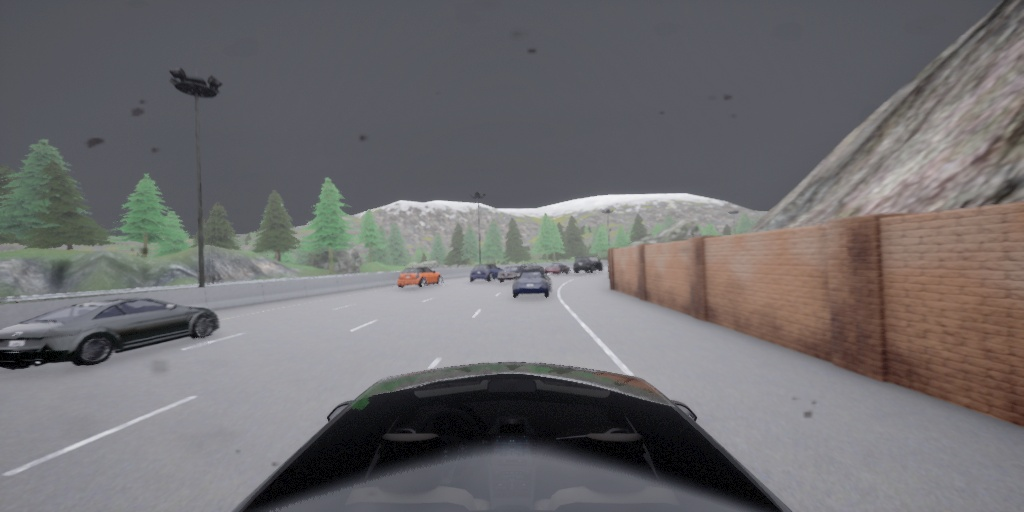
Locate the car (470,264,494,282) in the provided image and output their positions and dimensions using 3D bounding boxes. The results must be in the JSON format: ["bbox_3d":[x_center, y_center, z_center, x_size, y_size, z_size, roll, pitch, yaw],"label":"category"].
[{"bbox_3d":[-2.338,1.551,35.384,2.097,1.767,4.553,-2,-1,21],"label":"car"}]

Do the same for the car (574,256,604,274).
[{"bbox_3d":[9.381,1.060,43.774,2.150,2.045,5.566,-3,-1,32],"label":"car"}]

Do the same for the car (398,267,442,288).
[{"bbox_3d":[-7.673,1.702,30.366,2.097,1.767,4.553,-2,-1,14],"label":"car"}]

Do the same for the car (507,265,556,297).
[{"bbox_3d":[1.223,1.465,20.237,1.994,1.385,4.181,-2,-1,9],"label":"car"}]

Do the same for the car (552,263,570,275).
[{"bbox_3d":[5.556,1.554,44.130,1.994,1.385,4.181,-3,-1,29],"label":"car"}]

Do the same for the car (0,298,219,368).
[{"bbox_3d":[-10.118,1.785,9.379,1.994,1.385,4.181,-2,-1,2],"label":"car"}]

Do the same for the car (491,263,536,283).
[{"bbox_3d":[0.274,1.615,32.423,2.033,1.411,5.357,-2,-1,18],"label":"car"}]
